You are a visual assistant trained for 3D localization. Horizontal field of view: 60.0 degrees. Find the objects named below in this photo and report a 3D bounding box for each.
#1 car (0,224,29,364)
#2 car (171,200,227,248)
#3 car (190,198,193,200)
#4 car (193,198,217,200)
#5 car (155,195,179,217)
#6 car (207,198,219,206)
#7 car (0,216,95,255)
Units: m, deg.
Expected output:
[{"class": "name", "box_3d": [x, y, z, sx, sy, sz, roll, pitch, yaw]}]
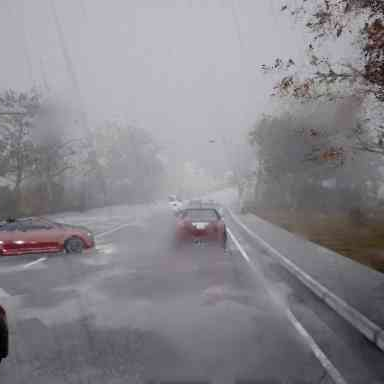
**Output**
[{"class": "car", "box_3d": [-3.351, 1.361, 2.338, 2.097, 1.767, 4.553, 0, 0, 0]}, {"class": "car", "box_3d": [0.411, 1.410, 15.186, 2.097, 1.767, 4.553, 0, 0, 2]}, {"class": "car", "box_3d": [0.638, 1.761, 61.739, 1.812, 1.442, 4.674, 0, 0, 7]}, {"class": "car", "box_3d": [1.568, 1.631, 36.451, 2.128, 1.511, 4.902, 0, 0, 4]}, {"class": "car", "box_3d": [-2.206, 1.346, 32.902, 2.150, 2.045, 5.566, 0, 0, 4]}, {"class": "car", "box_3d": [3.792, 1.827, 59.155, 1.895, 1.301, 4.718, 0, 0, 7]}, {"class": "car", "box_3d": [-5.815, 1.610, 12.330, 4.181, 1.385, 1.994, 0, 0, -26]}]
